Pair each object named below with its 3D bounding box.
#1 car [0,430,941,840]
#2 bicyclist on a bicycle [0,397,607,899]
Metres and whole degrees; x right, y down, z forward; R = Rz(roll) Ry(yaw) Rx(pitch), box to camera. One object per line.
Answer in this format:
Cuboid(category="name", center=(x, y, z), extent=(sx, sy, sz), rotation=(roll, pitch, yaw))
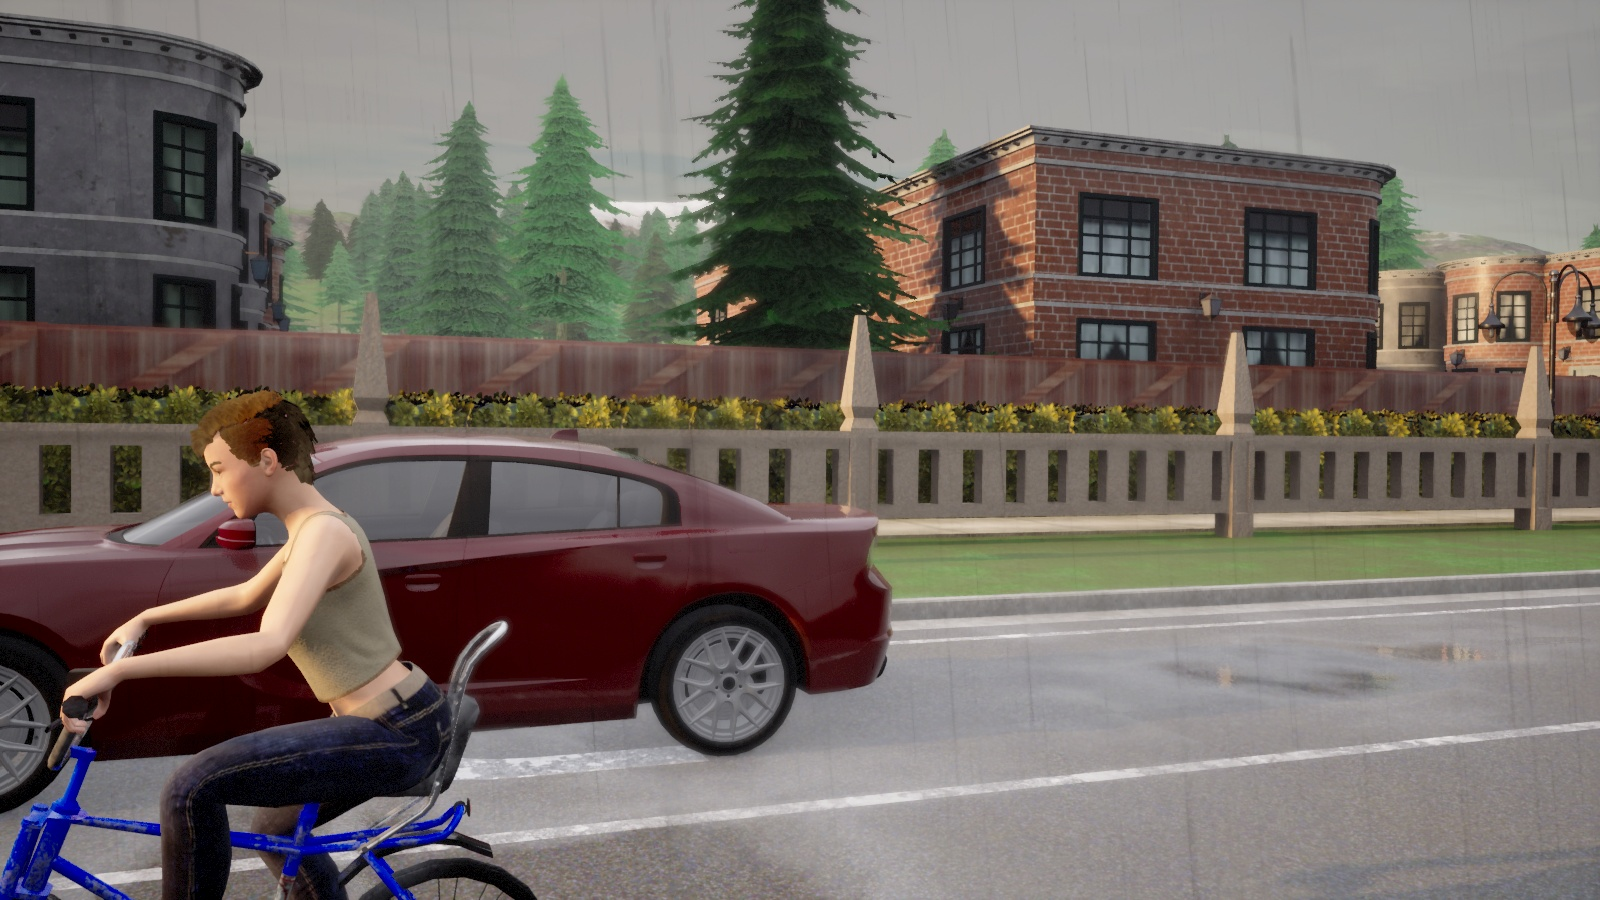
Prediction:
Cuboid(category="car", center=(-1.981, 0.696, 6.232), extent=(5.008, 1.535, 1.882), rotation=(-1, 1, -21))
Cuboid(category="bicyclist on a bicycle", center=(-1.262, 0.703, 2.754), extent=(1.509, 1.612, 0.866), rotation=(-1, 1, -20))
